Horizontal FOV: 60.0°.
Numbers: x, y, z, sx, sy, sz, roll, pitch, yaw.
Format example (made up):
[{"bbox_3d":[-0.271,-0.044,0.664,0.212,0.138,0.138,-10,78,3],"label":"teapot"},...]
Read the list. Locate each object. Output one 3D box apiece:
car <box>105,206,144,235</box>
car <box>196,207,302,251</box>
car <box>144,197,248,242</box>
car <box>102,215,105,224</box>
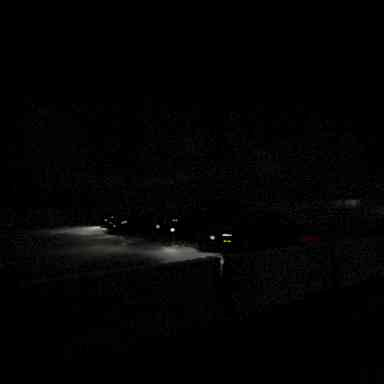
[{"bbox_3d":[-2.342,1.592,19.511,4.674,1.442,1.812,0,0,-35],"label":"car"},{"bbox_3d":[2.788,1.577,14.572,4.892,1.490,1.837,0,0,-35],"label":"car"},{"bbox_3d":[0.642,1.294,17.340,5.566,2.045,2.150,0,0,-35],"label":"car"},{"bbox_3d":[-3.938,1.634,22.670,4.181,1.385,1.994,0,0,-35],"label":"car"}]
